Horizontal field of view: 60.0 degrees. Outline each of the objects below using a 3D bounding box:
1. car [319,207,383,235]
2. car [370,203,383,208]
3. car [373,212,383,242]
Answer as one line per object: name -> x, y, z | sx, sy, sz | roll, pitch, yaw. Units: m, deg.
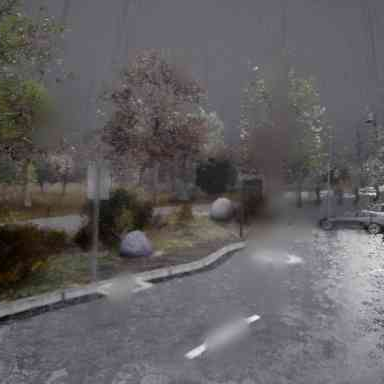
car -> 11.201, 2.002, 22.790 | 4.792, 1.488, 2.163 | 1, -1, 44
car -> 13.924, 1.818, 24.122 | 5.566, 2.045, 2.435 | 1, -1, 44
car -> 11.623, 1.944, 16.459 | 5.008, 1.535, 1.882 | 2, 0, -26
